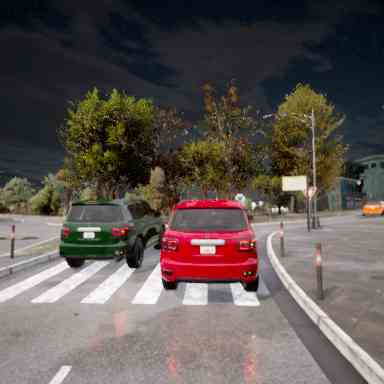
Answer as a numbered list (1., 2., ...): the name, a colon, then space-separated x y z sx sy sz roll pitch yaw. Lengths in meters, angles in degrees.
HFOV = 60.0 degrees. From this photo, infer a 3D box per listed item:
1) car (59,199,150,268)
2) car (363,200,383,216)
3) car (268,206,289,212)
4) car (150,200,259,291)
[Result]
1. car: -2.423 1.248 11.516 2.150 2.045 5.566 -1 0 7
2. car: 20.690 1.745 37.153 2.097 1.767 4.553 -4 -3 42
3. car: 19.235 3.902 74.202 4.674 1.442 1.812 -3 -5 37
4. car: 0.550 1.217 9.197 2.150 2.045 5.566 0 0 5
